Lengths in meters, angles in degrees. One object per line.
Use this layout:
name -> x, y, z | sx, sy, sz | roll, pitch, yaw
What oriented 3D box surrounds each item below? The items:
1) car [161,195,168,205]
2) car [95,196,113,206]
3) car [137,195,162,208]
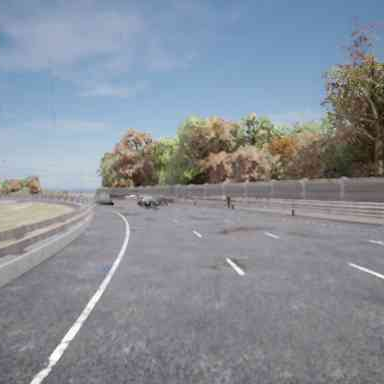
car -> -5.255, 1.239, 50.372 | 1.837, 1.490, 4.892 | 0, 0, -27
car -> -13.609, 1.337, 51.186 | 1.994, 1.385, 4.181 | 0, 0, -29
car -> -5.885, 1.378, 43.614 | 1.895, 1.301, 4.718 | 0, 0, -24
